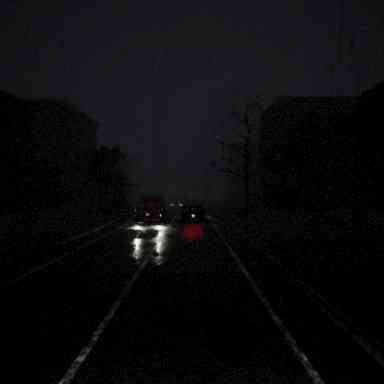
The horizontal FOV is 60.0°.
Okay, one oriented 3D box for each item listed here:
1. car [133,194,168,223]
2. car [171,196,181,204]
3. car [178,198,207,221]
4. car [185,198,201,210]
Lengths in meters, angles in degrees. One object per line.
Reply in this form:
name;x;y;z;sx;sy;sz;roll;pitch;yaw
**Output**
car;-3.109;1.199;25.986;2.150;2.045;5.566;0;0;0
car;-3.031;1.570;66.999;2.097;1.767;4.553;0;-1;0
car;0.090;1.482;26.628;1.837;1.490;4.892;0;0;0
car;0.084;1.521;42.980;1.994;1.385;4.181;0;0;0
